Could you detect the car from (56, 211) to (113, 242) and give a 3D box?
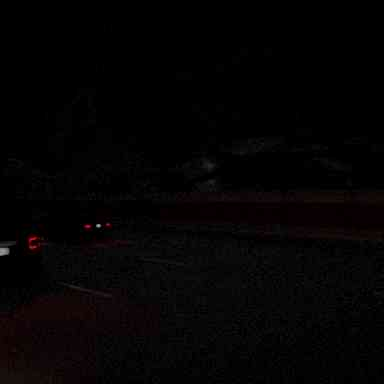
[{"bbox_3d":[-6.453,1.668,17.191,5.357,1.411,2.033,-1,0,36],"label":"car"}]

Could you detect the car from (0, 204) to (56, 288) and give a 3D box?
[{"bbox_3d":[-5.992,1.301,8.235,5.566,2.045,2.150,0,0,36],"label":"car"}]

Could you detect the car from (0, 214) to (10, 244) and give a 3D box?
[{"bbox_3d":[-10.955,1.747,16.130,4.718,1.301,1.895,-1,0,36],"label":"car"}]
